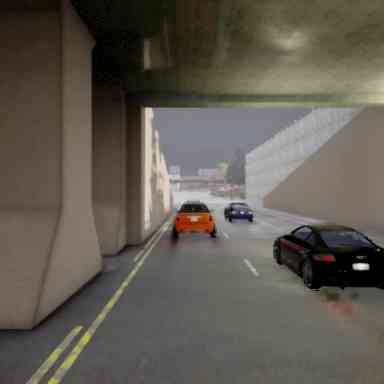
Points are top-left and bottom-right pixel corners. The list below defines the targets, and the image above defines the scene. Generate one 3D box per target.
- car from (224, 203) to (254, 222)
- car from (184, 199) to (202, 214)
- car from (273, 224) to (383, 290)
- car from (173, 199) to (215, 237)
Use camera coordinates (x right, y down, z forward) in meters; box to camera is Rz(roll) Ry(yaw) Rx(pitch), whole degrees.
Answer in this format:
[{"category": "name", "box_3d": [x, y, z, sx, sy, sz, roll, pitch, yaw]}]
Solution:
[{"category": "car", "box_3d": [3.612, 1.542, 26.355, 2.033, 1.411, 5.357, 0, 0, 0]}, {"category": "car", "box_3d": [0.115, 1.497, 35.700, 1.837, 1.490, 4.892, 0, 0, 0]}, {"category": "car", "box_3d": [3.604, 1.562, 9.097, 1.994, 1.385, 4.181, 0, 0, 0]}, {"category": "car", "box_3d": [0.110, 1.348, 18.219, 2.097, 1.767, 4.553, 0, 0, 0]}]
